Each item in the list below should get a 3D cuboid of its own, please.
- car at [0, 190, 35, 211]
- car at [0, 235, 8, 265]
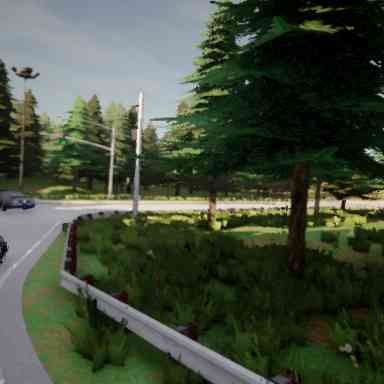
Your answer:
[{"bbox_3d":[-13.811,0.534,24.304,5.357,1.411,2.033,5,3,30],"label":"car"},{"bbox_3d":[-6.078,1.460,8.477,1.994,1.385,4.181,3,0,-21],"label":"car"}]
